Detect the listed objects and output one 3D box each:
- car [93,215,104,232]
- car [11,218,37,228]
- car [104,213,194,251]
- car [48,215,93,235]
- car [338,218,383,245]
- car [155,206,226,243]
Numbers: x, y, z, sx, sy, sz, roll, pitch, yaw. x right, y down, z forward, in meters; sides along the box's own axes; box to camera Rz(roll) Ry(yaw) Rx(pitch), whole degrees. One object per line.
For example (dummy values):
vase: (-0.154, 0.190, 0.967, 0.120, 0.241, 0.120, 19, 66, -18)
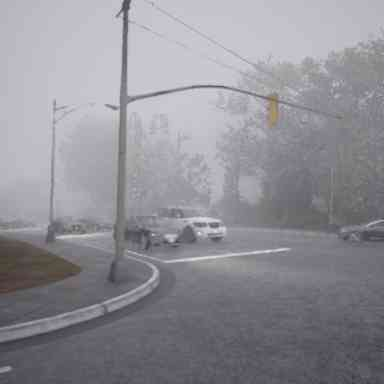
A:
car: (-8.622, 2.860, 30.448, 1.837, 1.490, 4.892, 2, -5, -41)
car: (-22.574, 4.176, 44.653, 4.181, 1.385, 1.994, -5, -5, 40)
car: (-2.354, 1.984, 16.816, 2.128, 1.511, 4.902, 2, -3, -36)
car: (-9.945, 2.678, 26.579, 1.994, 1.385, 4.181, 2, -5, -40)
car: (10.493, 2.111, 17.795, 4.902, 1.511, 2.128, -1, -2, 32)
car: (-0.365, 1.876, 20.051, 2.150, 2.045, 5.566, 2, -4, -36)
